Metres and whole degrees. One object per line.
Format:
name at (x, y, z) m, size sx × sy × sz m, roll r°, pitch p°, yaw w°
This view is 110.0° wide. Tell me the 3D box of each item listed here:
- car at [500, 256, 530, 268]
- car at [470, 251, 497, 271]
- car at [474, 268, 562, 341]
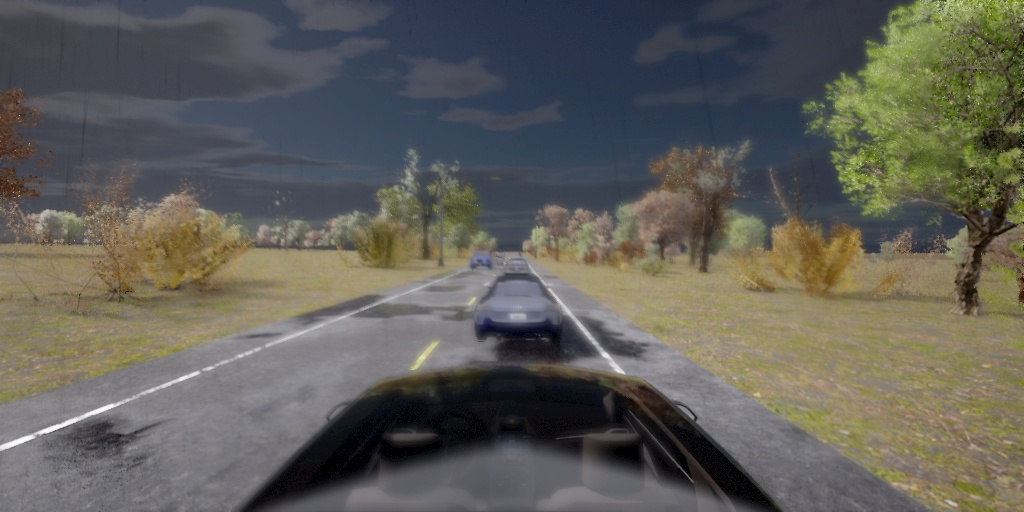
car at (0.398, 0.939, 26.934) m, size 2.033 × 1.411 × 5.357 m, roll 0°, pitch 1°, yaw 1°
car at (-3.138, 0.454, 38.616) m, size 2.150 × 2.045 × 5.566 m, roll 0°, pitch 0°, yaw 1°
car at (0.170, 1.202, 9.488) m, size 1.994 × 1.385 × 4.181 m, roll 0°, pitch 1°, yaw 1°
